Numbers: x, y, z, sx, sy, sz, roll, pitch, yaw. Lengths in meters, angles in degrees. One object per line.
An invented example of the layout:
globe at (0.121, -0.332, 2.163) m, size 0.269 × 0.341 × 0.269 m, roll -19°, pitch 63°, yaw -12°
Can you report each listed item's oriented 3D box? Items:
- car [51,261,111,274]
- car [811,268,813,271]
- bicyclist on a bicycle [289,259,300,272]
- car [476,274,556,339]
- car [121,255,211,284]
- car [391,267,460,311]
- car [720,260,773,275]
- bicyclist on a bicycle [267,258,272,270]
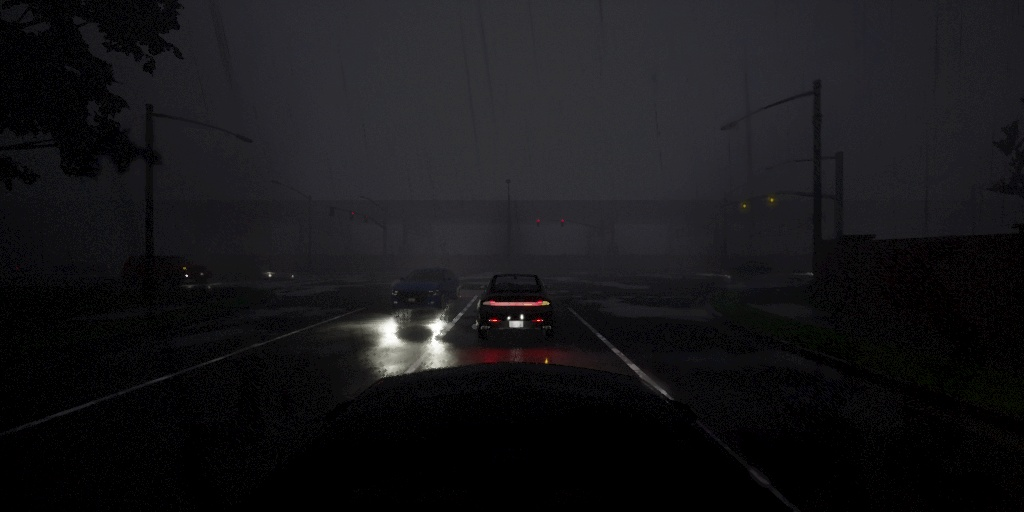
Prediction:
car at (-49.659, 1.297, 41.373) m, size 5.357 × 1.411 × 2.033 m, roll 0°, pitch 0°, yaw 2°
car at (33.178, 1.047, 35.737) m, size 5.357 × 1.411 × 2.033 m, roll -1°, pitch 0°, yaw 2°
bicyclist on a bicycle at (-27.044, 1.203, 44.640) m, size 0.582 × 1.620 × 1.656 m, roll 0°, pitch 0°, yaw 14°
car at (0.096, 1.242, 10.074) m, size 2.128 × 1.511 × 4.902 m, roll 0°, pitch 0°, yaw 0°
car at (-25.625, 0.972, 26.644) m, size 5.566 × 2.045 × 2.150 m, roll 0°, pitch 0°, yaw 4°
car at (-3.397, 1.236, 14.834) m, size 1.882 × 1.535 × 5.008 m, roll 0°, pitch 0°, yaw 1°
car at (23.503, 1.140, 36.003) m, size 4.674 × 1.442 × 1.812 m, roll -1°, pitch 0°, yaw 2°
bicyclist on a bicycle at (-31.596, 1.050, 46.730) m, size 0.582 × 1.620 × 1.656 m, roll 0°, pitch 0°, yaw -33°
